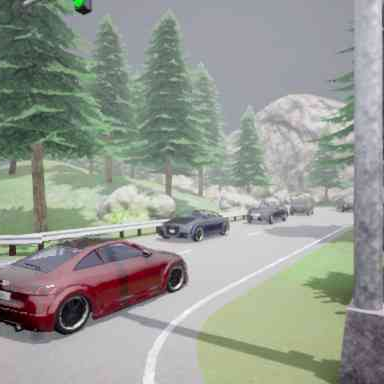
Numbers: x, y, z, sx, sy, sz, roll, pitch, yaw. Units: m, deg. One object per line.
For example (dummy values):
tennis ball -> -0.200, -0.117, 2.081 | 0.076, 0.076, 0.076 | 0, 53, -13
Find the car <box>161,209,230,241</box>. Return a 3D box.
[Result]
car -> 0.209, 1.575, 16.584 | 1.994, 1.385, 4.181 | 0, 0, 33

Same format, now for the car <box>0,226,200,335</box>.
car -> -1.863, 1.631, 6.940 | 1.994, 1.385, 4.181 | 0, -1, 33

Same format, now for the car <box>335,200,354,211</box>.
car -> 18.537, 1.637, 39.802 | 1.895, 1.301, 4.718 | 0, 0, 13

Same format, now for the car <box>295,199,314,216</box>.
car -> 11.127, 1.520, 33.533 | 1.837, 1.490, 4.892 | 0, 0, 26

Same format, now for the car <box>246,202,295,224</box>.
car -> 5.702, 1.505, 24.875 | 2.128, 1.511, 4.902 | 0, 0, 34
